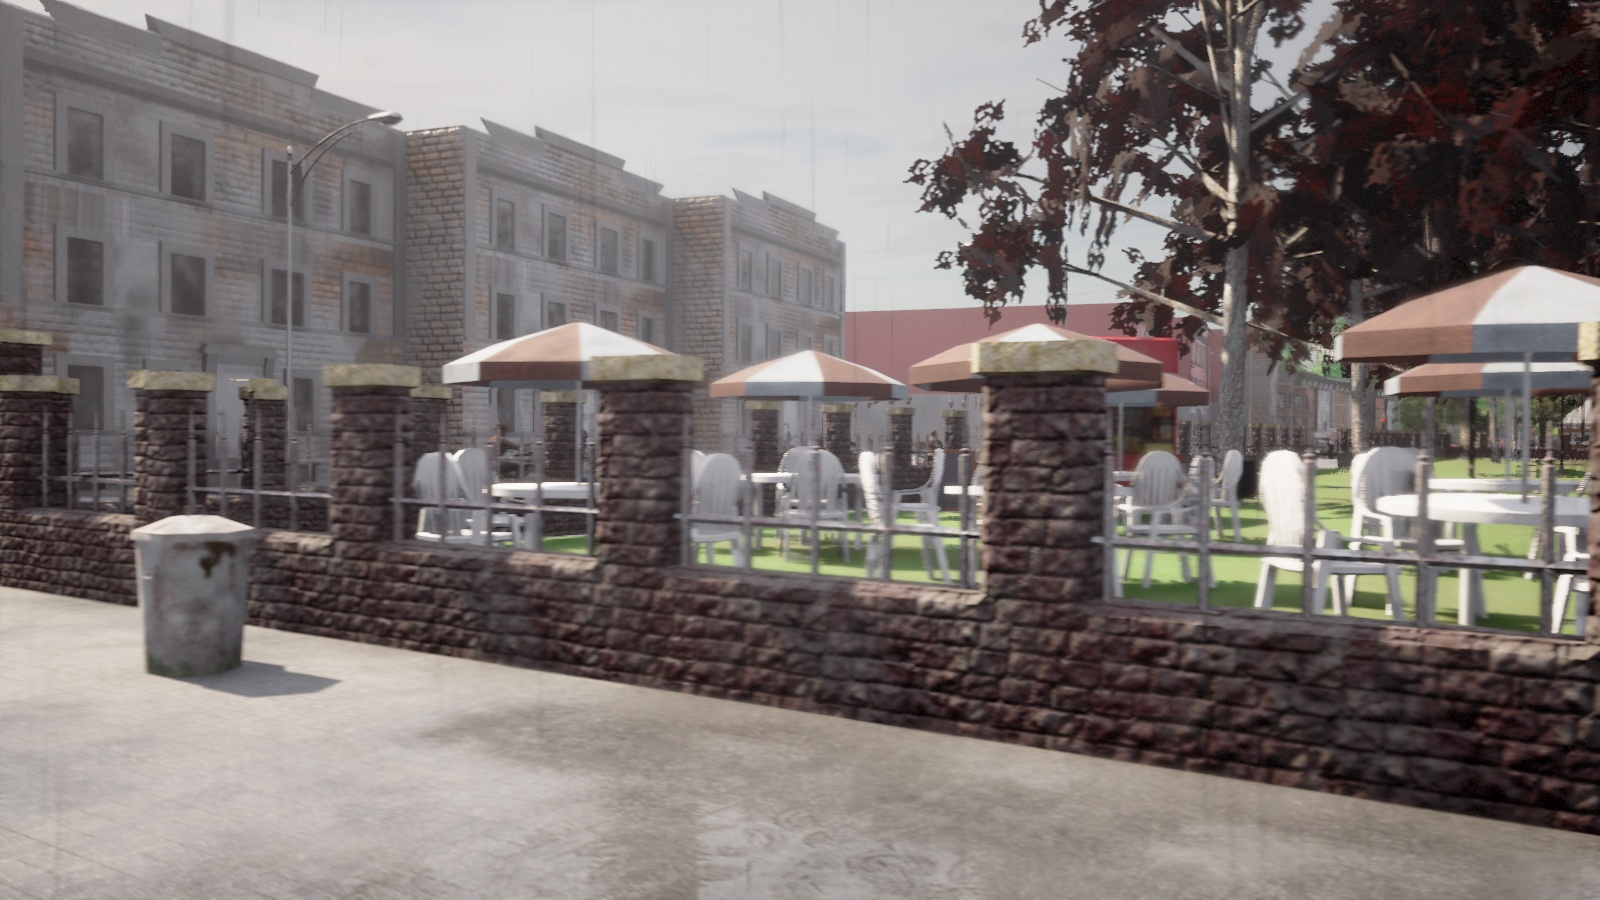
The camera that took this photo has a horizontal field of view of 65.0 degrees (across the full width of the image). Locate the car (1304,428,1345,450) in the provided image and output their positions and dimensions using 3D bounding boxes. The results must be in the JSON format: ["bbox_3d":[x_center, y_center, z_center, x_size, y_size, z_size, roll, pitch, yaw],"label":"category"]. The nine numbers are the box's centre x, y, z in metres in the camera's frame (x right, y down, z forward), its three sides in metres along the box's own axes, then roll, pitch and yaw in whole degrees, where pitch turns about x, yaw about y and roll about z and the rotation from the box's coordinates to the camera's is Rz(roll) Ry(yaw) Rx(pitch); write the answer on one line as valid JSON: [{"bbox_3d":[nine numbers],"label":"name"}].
[{"bbox_3d":[35.818,-0.750,85.738,1.816,1.474,4.193,0,1,34],"label":"car"}]

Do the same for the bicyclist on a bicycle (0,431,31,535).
[{"bbox_3d":[-12.968,0.519,19.496,0.866,1.612,1.509,0,1,33],"label":"bicyclist on a bicycle"}]

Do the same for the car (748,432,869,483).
[{"bbox_3d":[0.326,0.203,39.533,1.816,1.474,4.193,0,1,34],"label":"car"}]

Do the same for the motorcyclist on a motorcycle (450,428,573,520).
[{"bbox_3d":[-5.401,0.408,23.668,0.766,1.649,2.350,0,1,34],"label":"motorcyclist on a motorcycle"}]
